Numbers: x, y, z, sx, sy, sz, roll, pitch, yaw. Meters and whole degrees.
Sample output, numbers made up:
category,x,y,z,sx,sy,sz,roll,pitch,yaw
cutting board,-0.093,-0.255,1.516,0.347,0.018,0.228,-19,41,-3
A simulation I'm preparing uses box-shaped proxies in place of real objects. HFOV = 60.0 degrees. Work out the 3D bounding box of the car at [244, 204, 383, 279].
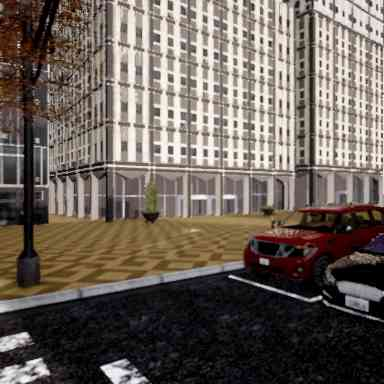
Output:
category,x,y,z,sx,sy,sz,roll,pitch,yaw
car,3.739,1.302,9.232,5.009,1.841,2.192,0,0,-36

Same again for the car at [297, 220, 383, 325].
category,x,y,z,sx,sy,sz,roll,pitch,yaw
car,4.575,1.479,6.645,4.902,1.511,2.128,0,0,-36
